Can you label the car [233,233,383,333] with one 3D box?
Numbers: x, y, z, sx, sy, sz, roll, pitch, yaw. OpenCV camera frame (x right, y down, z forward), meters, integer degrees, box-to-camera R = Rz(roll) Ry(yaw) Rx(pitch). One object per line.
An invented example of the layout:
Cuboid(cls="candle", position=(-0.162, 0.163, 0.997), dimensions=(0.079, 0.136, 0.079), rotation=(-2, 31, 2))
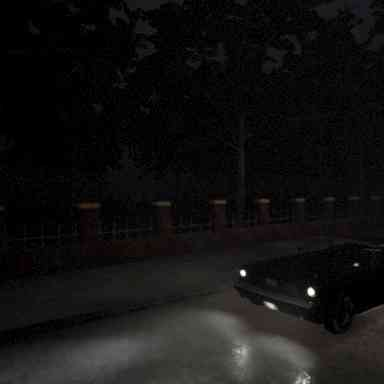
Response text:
Cuboid(cls="car", position=(3.106, 1.584, 6.865), dimensions=(4.718, 1.301, 1.895), rotation=(0, 0, -36))
